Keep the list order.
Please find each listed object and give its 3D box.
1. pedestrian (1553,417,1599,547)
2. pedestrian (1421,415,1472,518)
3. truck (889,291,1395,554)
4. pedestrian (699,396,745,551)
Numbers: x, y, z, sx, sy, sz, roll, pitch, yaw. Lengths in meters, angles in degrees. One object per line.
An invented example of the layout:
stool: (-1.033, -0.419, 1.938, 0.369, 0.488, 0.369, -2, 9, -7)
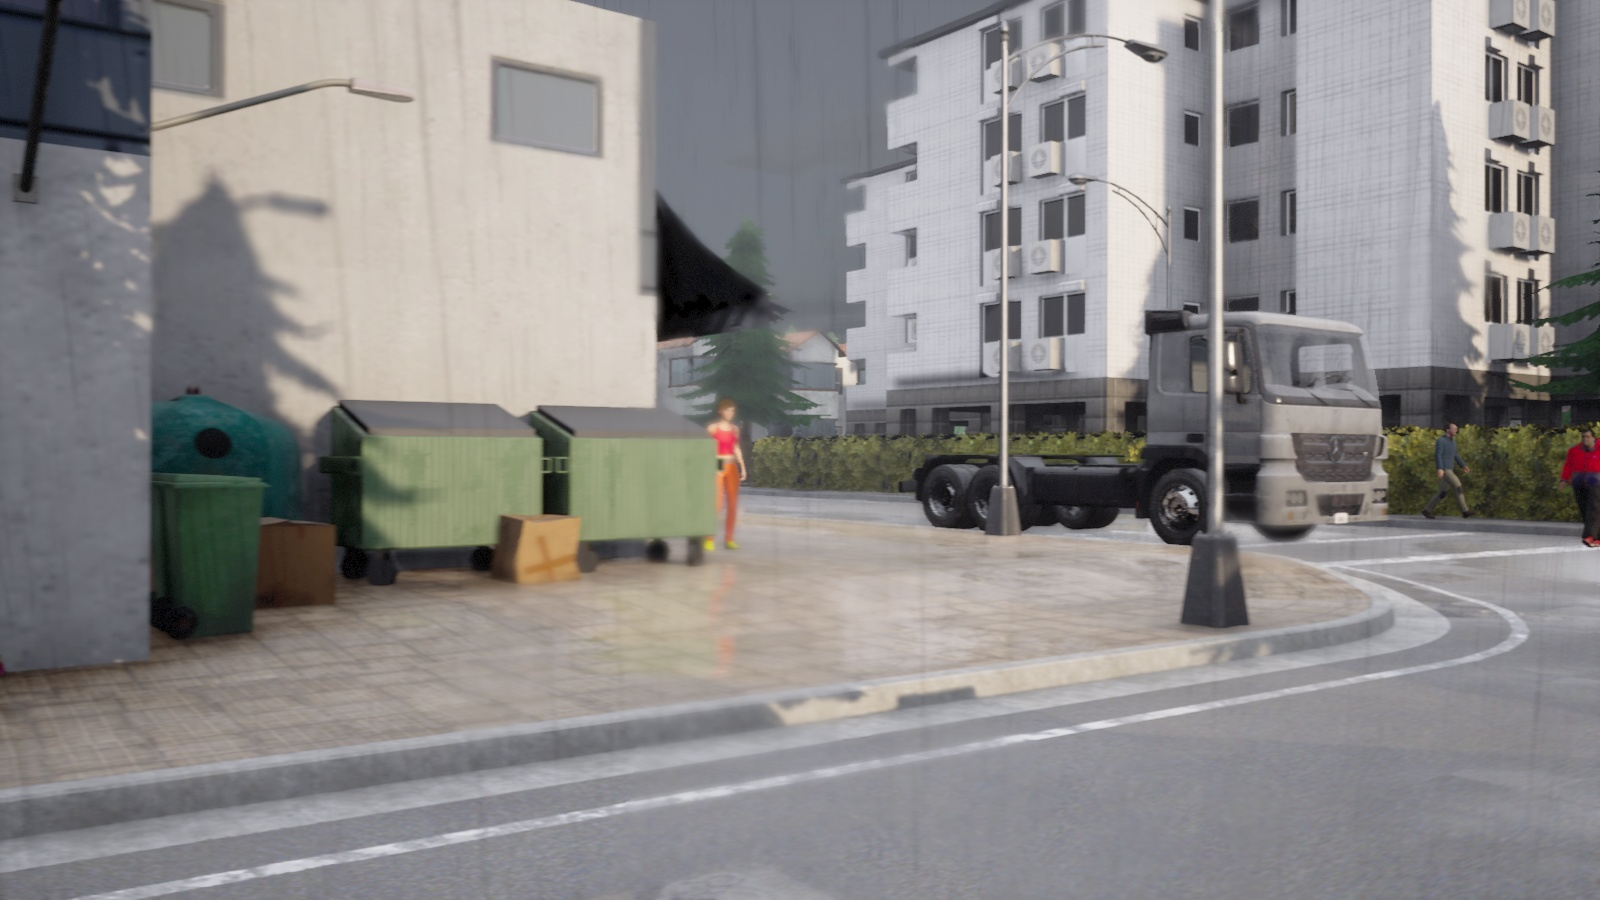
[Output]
pedestrian: (11.571, 0.461, 18.355, 0.899, 1.844, 0.634, 0, 0, -34)
pedestrian: (11.839, 0.298, 22.996, 0.402, 1.842, 0.726, 0, 0, -40)
truck: (5.129, -0.345, 20.570, 2.891, 3.462, 7.936, 0, 0, -36)
pedestrian: (-0.941, 0.278, 15.143, 0.345, 1.836, 0.594, 0, 0, -26)
